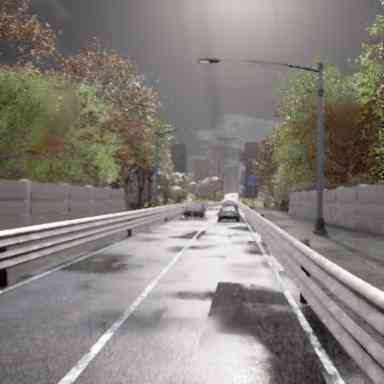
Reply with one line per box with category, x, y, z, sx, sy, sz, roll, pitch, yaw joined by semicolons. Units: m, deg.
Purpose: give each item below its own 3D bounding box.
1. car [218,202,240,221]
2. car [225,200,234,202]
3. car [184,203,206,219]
car;3.480;1.953;31.413;1.994;1.385;4.181;1;-1;7
car;5.484;2.023;48.393;2.097;1.767;4.553;1;-1;7
car;0.341;1.864;34.181;1.882;1.535;5.008;1;-1;7
